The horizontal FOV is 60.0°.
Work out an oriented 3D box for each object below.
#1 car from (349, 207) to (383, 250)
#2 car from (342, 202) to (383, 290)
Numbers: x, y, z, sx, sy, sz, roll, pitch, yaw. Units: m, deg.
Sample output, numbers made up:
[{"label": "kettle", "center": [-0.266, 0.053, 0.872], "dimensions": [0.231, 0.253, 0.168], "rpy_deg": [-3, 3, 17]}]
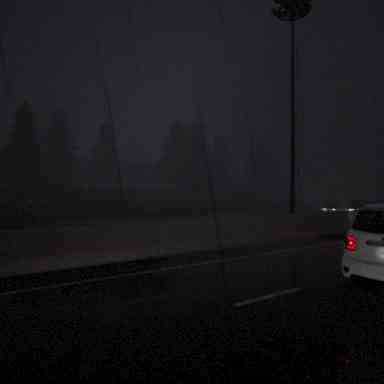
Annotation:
[{"label": "car", "center": [9.245, 1.532, 15.046], "dimensions": [5.008, 1.535, 1.882], "rpy_deg": [0, 0, -39]}, {"label": "car", "center": [5.836, 1.253, 7.952], "dimensions": [5.566, 2.045, 2.150], "rpy_deg": [0, 0, -36]}]
